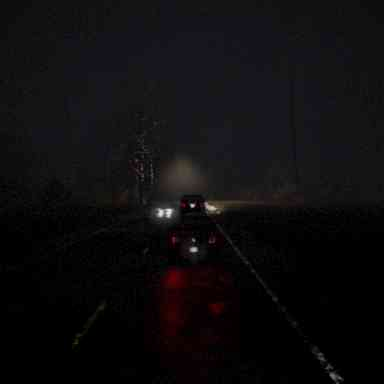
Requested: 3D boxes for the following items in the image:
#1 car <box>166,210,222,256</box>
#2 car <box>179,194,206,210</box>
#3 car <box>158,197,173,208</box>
[{"bbox_3d":[0.066,1.595,13.108,1.895,1.301,4.718,0,0,0],"label":"car"},{"bbox_3d":[0.053,1.210,29.038,2.150,2.045,5.566,0,0,0],"label":"car"},{"bbox_3d":[-3.636,1.479,46.298,2.128,1.511,4.902,0,0,0],"label":"car"}]
